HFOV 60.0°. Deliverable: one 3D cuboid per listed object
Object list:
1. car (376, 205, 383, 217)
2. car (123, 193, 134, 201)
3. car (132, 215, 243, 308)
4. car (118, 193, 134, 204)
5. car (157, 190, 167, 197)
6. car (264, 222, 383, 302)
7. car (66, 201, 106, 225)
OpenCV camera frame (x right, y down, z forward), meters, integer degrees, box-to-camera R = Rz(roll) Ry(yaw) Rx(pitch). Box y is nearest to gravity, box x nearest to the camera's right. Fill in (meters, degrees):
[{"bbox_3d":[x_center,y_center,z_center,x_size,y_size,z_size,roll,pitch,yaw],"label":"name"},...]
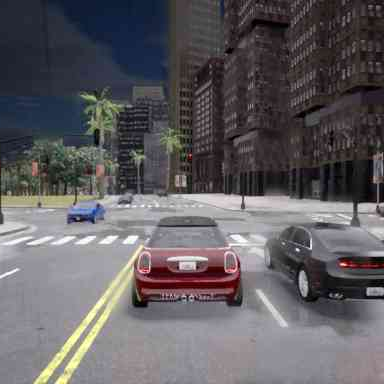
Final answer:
[{"bbox_3d":[17.468,1.292,26.815,4.553,1.767,2.097,0,0,13],"label":"car"},{"bbox_3d":[-12.700,0.982,66.532,2.128,1.511,4.902,0,1,-10],"label":"car"},{"bbox_3d":[-0.127,1.351,8.122,2.097,1.767,4.553,0,0,-1],"label":"car"},{"bbox_3d":[-10.631,1.226,53.038,1.994,1.385,4.181,0,1,-9],"label":"car"},{"bbox_3d":[-8.278,0.381,92.818,2.150,2.045,5.566,0,1,-14],"label":"car"},{"bbox_3d":[3.162,1.503,8.277,1.837,1.490,4.892,0,0,-1],"label":"car"},{"bbox_3d":[-7.552,1.433,24.083,1.882,1.535,5.008,0,0,-4],"label":"car"}]
